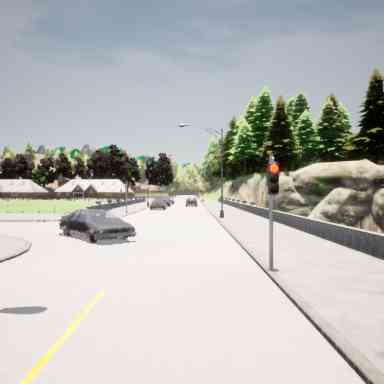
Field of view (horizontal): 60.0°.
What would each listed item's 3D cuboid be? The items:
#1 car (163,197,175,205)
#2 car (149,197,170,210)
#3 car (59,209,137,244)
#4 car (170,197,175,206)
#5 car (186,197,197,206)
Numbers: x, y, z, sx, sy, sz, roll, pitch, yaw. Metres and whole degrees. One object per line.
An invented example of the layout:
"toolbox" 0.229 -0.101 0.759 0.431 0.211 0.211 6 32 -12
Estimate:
"car" -4.263 1.601 62.194 1.895 1.301 4.718 0 0 0
"car" -4.240 1.526 42.674 1.812 1.442 4.674 0 0 -1
"car" -4.777 1.546 16.270 2.033 1.411 5.357 0 0 -41
"car" -4.265 1.547 52.382 2.033 1.411 5.357 0 0 -1
"car" -0.074 1.547 53.505 2.033 1.411 5.357 0 0 0
